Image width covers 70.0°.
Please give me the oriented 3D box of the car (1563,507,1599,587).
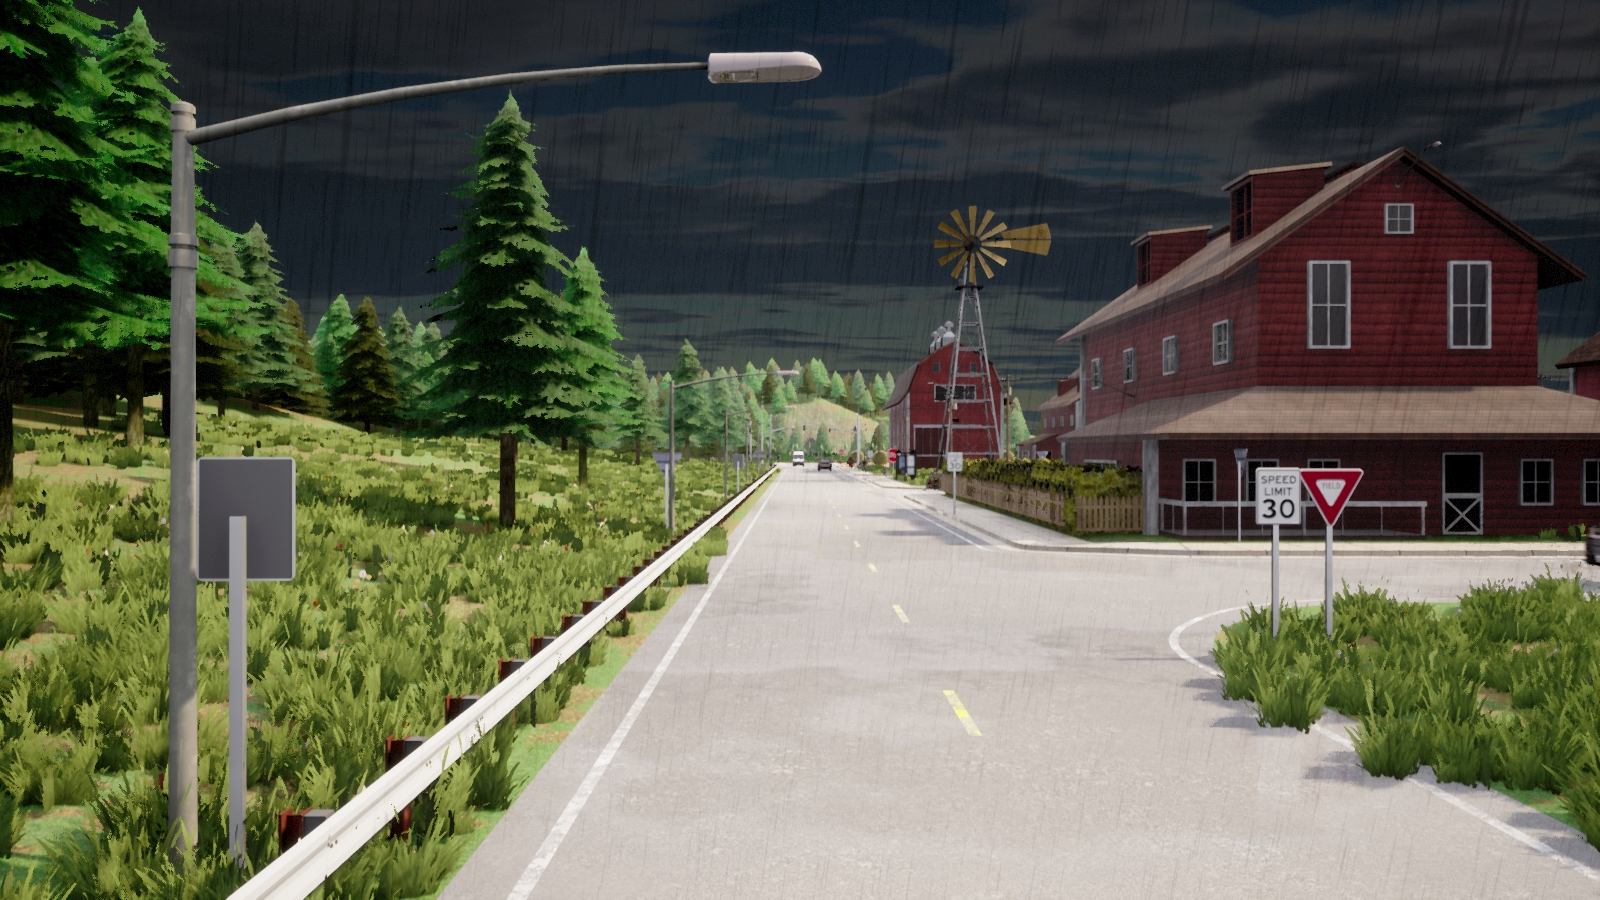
[{"bbox_3d":[17.999,1.909,22.204,4.902,1.511,2.128,0,0,0],"label":"car"}]
